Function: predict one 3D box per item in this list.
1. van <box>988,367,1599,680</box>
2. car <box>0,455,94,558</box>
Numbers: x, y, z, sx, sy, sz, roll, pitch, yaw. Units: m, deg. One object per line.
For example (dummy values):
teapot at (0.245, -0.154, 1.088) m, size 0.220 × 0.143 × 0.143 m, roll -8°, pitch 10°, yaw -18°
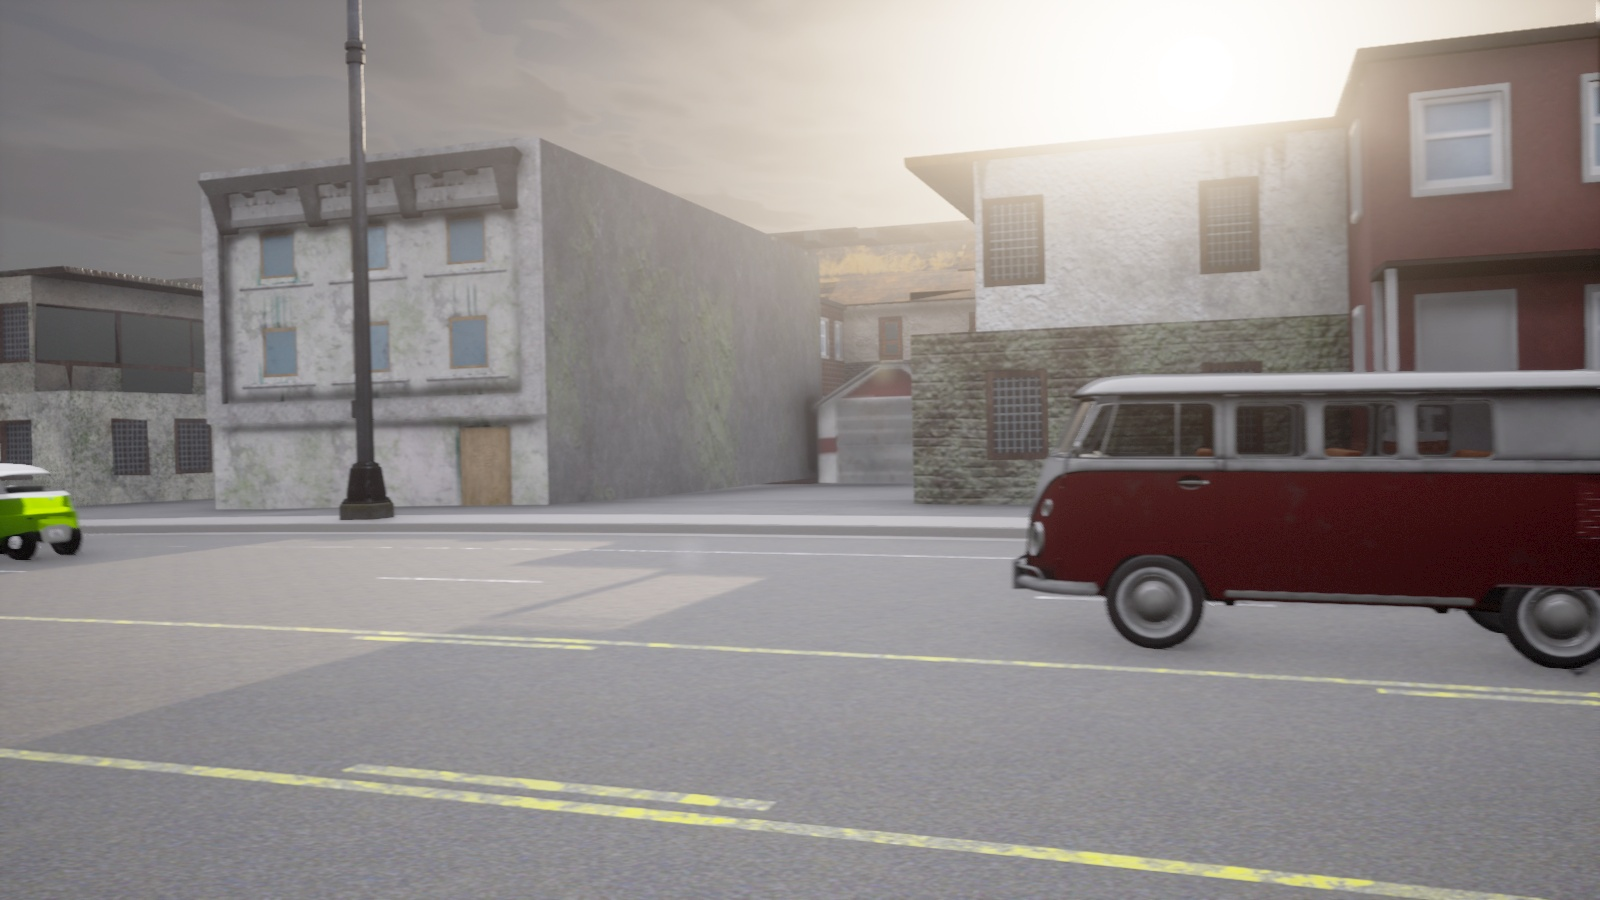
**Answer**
van at (3.765, 0.443, 9.320) m, size 4.442 × 1.987 × 1.775 m, roll 1°, pitch 1°, yaw 18°
car at (-11.749, 0.791, 18.229) m, size 2.207 × 1.376 × 1.481 m, roll -1°, pitch 1°, yaw 19°
